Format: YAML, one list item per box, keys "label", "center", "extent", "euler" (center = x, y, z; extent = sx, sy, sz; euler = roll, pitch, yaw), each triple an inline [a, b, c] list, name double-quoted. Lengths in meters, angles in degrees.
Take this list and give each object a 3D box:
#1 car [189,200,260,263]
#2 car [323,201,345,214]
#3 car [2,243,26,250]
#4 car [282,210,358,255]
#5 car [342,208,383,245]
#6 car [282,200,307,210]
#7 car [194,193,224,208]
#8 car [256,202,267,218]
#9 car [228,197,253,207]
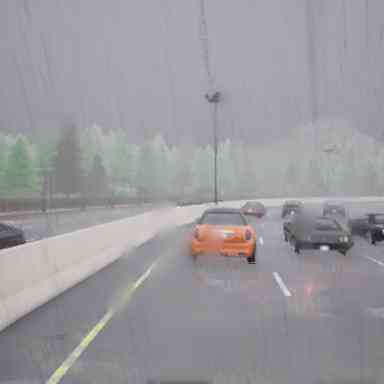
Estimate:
- label: "car"
  center: [1.183, 1.352, 12.226]
  extent: [2.097, 1.767, 4.553]
  euler: [0, 0, 7]
- label: "car"
  center: [13.824, 1.562, 32.432]
  extent: [1.812, 1.442, 4.674]
  euler: [0, 0, 22]
- label: "car"
  center: [-6.467, 1.501, 9.046]
  extent: [1.812, 1.442, 4.674]
  euler: [0, 0, 6]
- label: "car"
  center: [4.849, 1.613, 13.469]
  extent: [1.895, 1.301, 4.718]
  euler: [0, 0, 9]
- label: "car"
  center: [8.744, 1.626, 15.436]
  extent: [1.895, 1.301, 4.718]
  euler: [0, 0, 11]
- label: "car"
  center: [9.442, 1.527, 30.782]
  extent: [1.837, 1.490, 4.892]
  euler: [0, 0, 20]
- label: "car"
  center: [2.647, 1.217, 49.935]
  extent: [2.150, 2.045, 5.566]
  euler: [0, 0, 29]
- label: "car"
  center: [5.701, 1.573, 30.675]
  extent: [1.994, 1.385, 4.181]
  euler: [0, 0, 19]
- label: "car"
  center: [7.609, 1.502, 51.508]
  extent: [2.128, 1.511, 4.902]
  euler: [0, 0, 32]
